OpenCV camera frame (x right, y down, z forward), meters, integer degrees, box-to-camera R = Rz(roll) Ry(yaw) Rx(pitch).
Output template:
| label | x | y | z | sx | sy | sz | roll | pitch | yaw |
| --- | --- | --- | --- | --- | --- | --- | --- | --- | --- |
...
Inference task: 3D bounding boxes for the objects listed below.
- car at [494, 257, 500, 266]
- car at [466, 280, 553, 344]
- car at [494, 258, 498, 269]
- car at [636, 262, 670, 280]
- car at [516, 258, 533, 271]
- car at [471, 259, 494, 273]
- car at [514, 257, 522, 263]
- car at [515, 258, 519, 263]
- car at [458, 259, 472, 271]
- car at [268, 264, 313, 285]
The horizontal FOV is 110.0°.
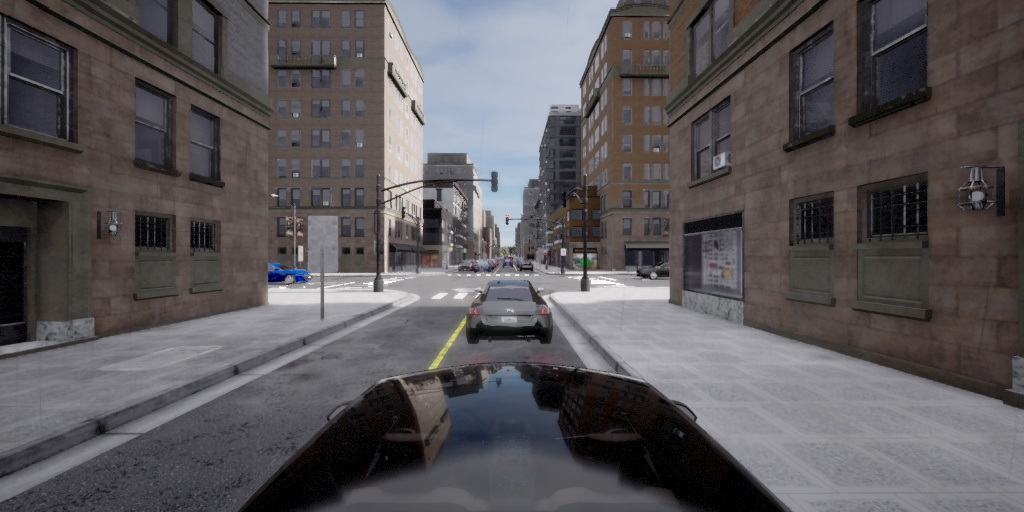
| label | x | y | z | sx | sy | sz | roll | pitch | yaw |
| --- | --- | --- | --- | --- | --- | --- | --- | --- | --- |
| car | -3.653 | 1.296 | 64.265 | 1.882 | 1.535 | 5.008 | 0 | 0 | 0 |
| car | -0.067 | 1.314 | 9.578 | 1.994 | 1.385 | 4.181 | 0 | 0 | 0 |
| car | -3.608 | 1.347 | 54.313 | 2.033 | 1.411 | 5.357 | 0 | 0 | 0 |
| car | 12.947 | 1.200 | 30.017 | 4.892 | 1.490 | 1.837 | 0 | 0 | -1 |
| car | 1.916 | 1.356 | 48.649 | 1.948 | 1.339 | 4.313 | 0 | 0 | 0 |
| car | -3.560 | 1.309 | 44.633 | 1.812 | 1.442 | 4.674 | 0 | 0 | 1 |
| car | 1.787 | 1.386 | 65.181 | 1.948 | 1.339 | 4.313 | 0 | 0 | 0 |
| car | 1.830 | 1.391 | 59.671 | 1.802 | 1.307 | 4.207 | 0 | 0 | 0 |
| car | -6.108 | 1.230 | 48.587 | 1.967 | 1.591 | 4.097 | 0 | 0 | 0 |
| car | -17.277 | 1.287 | 26.169 | 5.008 | 1.535 | 1.882 | 0 | 0 | 0 |
